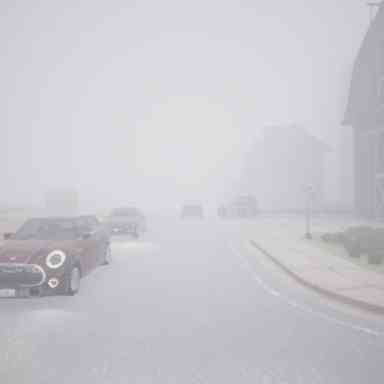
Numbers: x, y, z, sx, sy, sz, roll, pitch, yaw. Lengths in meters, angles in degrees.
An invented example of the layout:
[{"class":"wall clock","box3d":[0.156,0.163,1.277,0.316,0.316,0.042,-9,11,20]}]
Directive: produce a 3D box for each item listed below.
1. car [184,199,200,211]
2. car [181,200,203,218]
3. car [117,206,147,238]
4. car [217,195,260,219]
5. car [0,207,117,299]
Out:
[{"class":"car","box3d":[-0.008,1.707,43.813,2.033,1.411,5.357,0,0,0]},{"class":"car","box3d":[0.017,1.580,31.085,1.882,1.535,5.008,0,-1,0]},{"class":"car","box3d":[-3.620,1.570,18.189,1.837,1.490,4.892,0,0,0]},{"class":"car","box3d":[4.114,1.273,29.565,1.905,1.878,3.866,-7,3,-42]},{"class":"car","box3d":[-3.608,1.387,8.755,2.097,1.767,4.553,0,0,0]}]
